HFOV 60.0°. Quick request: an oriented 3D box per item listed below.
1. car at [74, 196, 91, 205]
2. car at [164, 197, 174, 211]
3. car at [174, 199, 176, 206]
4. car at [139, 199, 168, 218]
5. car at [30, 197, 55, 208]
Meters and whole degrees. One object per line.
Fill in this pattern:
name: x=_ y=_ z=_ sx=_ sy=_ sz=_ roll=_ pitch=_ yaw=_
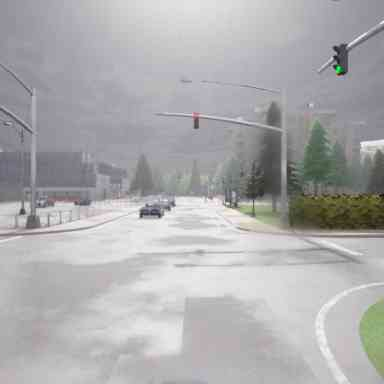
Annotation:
car: x=-17.424 y=1.374 z=53.040 sx=1.845 sy=1.501 sz=3.633 roll=0 pitch=0 yaw=0
car: x=-3.568 y=1.564 z=40.272 sx=1.994 sy=1.385 sz=4.181 roll=0 pitch=0 yaw=0
car: x=-3.520 y=1.478 z=50.755 sx=1.882 sy=1.535 sz=5.008 roll=0 pitch=0 yaw=0
car: x=-3.581 y=1.601 z=30.276 sx=1.895 sy=1.301 sz=4.718 roll=0 pitch=0 yaw=0
car: x=-20.481 y=1.384 z=45.651 sx=1.970 sy=1.475 sz=3.806 roll=0 pitch=0 yaw=0
